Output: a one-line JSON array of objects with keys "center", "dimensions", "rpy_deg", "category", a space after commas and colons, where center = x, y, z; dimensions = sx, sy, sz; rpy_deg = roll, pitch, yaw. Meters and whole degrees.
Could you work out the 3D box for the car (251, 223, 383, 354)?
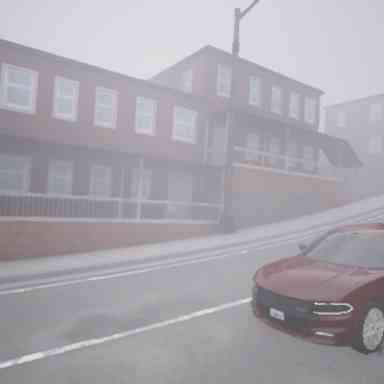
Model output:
[{"center": [3.283, 1.377, 6.181], "dimensions": [5.008, 1.535, 1.882], "rpy_deg": [-3, 2, -34], "category": "car"}]
